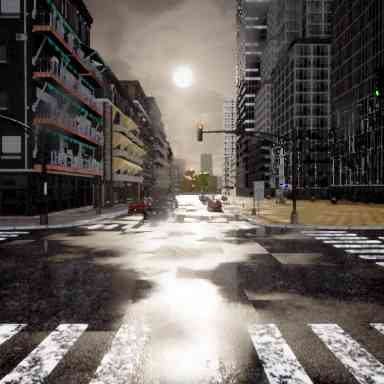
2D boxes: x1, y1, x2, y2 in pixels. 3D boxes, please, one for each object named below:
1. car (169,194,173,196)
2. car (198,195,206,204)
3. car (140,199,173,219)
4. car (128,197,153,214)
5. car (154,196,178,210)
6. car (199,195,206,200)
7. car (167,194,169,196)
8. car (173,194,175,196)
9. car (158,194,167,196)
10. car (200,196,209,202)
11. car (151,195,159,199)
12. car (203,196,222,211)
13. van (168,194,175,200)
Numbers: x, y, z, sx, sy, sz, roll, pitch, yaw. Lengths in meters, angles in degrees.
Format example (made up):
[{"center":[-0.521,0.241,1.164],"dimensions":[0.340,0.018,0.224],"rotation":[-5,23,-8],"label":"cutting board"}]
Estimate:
[{"center":[-5.573,1.592,69.248],"dimensions":[1.802,1.307,4.206],"rotation":[-1,0,0],"label":"car"},{"center":[2.763,1.558,63.640],"dimensions":[2.008,1.369,4.403],"rotation":[-1,0,0],"label":"car"},{"center":[-3.046,1.563,29.127],"dimensions":[1.994,1.385,4.181],"rotation":[0,0,0],"label":"car"},{"center":[-5.636,1.545,35.354],"dimensions":[1.887,1.381,4.507],"rotation":[-1,0,0],"label":"car"},{"center":[-3.023,1.505,39.037],"dimensions":[1.837,1.490,4.892],"rotation":[0,0,0],"label":"car"},{"center":[2.815,1.546,92.056],"dimensions":[1.752,1.417,4.829],"rotation":[-1,0,0],"label":"car"},{"center":[-5.596,1.446,57.949],"dimensions":[1.967,1.590,4.097],"rotation":[-1,0,0],"label":"car"},{"center":[-5.546,1.332,86.194],"dimensions":[2.192,1.841,5.009],"rotation":[-1,0,0],"label":"car"},{"center":[-5.608,1.319,52.301],"dimensions":[2.192,1.841,5.009],"rotation":[-1,0,0],"label":"car"},{"center":[2.784,1.557,74.938],"dimensions":[1.887,1.381,4.507],"rotation":[-1,0,0],"label":"car"},{"center":[-5.628,1.441,41.003],"dimensions":[1.967,1.590,4.097],"rotation":[-1,0,0],"label":"car"},{"center":[2.721,1.545,41.044],"dimensions":[1.887,1.381,4.507],"rotation":[-1,0,0],"label":"car"},{"center":[-5.535,1.361,91.842],"dimensions":[1.690,1.788,3.998],"rotation":[-1,0,0],"label":"van"}]
